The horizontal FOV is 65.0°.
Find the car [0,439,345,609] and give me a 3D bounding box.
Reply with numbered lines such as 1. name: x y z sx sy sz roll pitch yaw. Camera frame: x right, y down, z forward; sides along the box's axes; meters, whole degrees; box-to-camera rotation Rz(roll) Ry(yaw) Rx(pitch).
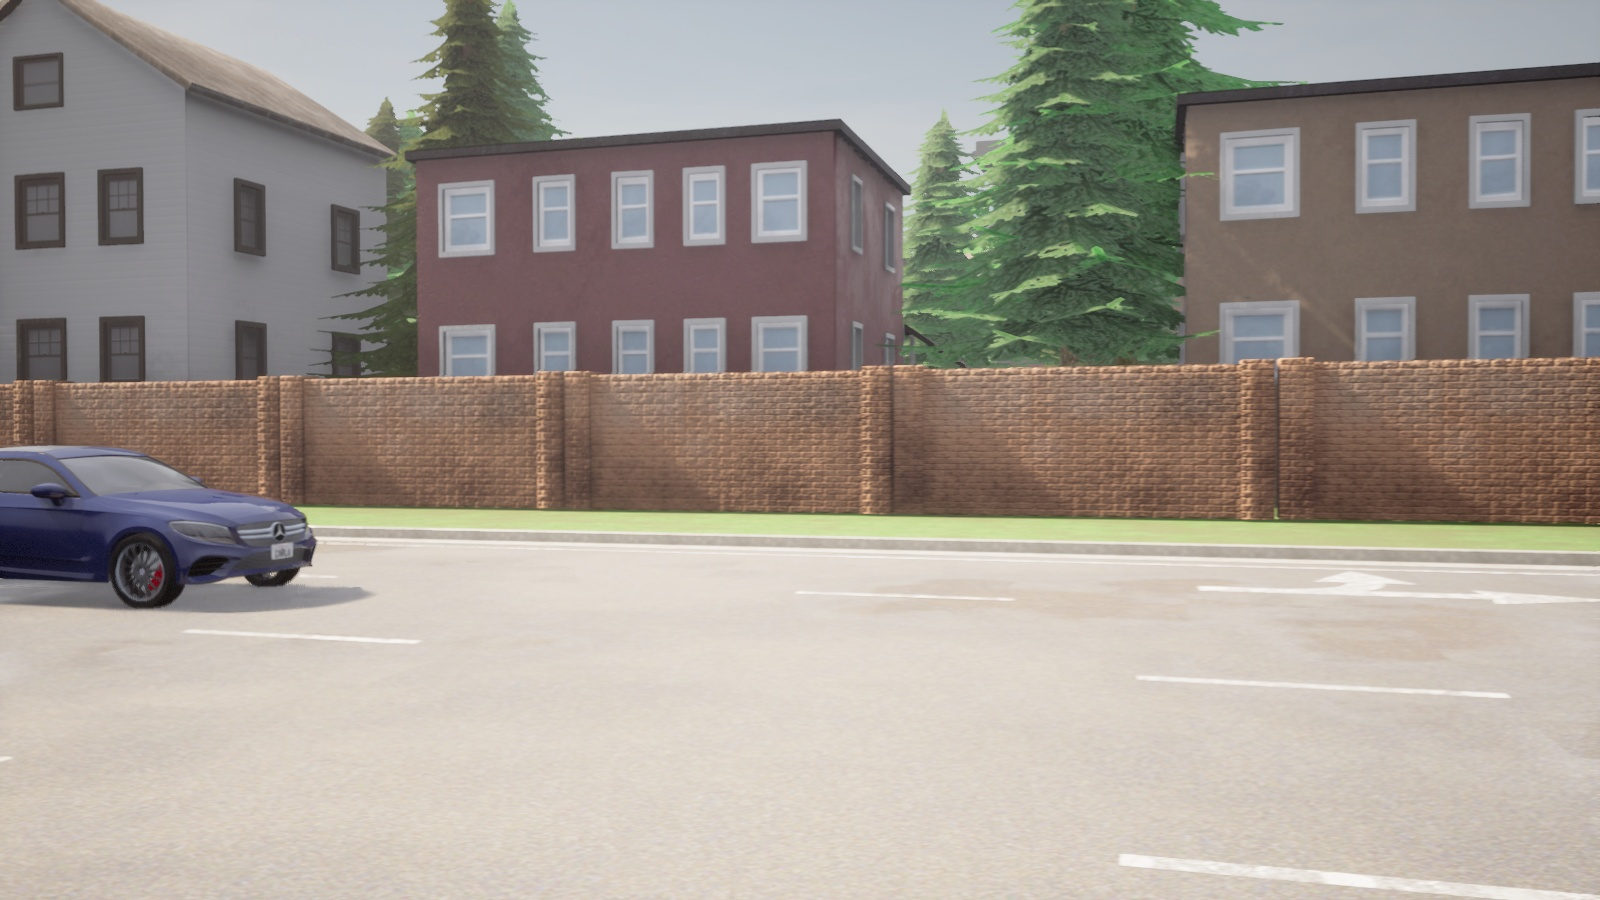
1. car: -7.077 0.632 12.426 4.674 1.442 1.812 0 1 16
